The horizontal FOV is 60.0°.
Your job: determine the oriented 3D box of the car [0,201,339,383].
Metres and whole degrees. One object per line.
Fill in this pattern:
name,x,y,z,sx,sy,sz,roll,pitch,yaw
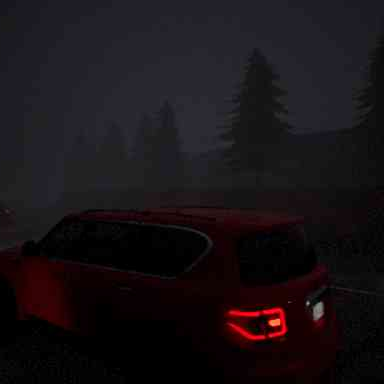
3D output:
car,-0.889,1.229,4.854,5.566,2.045,2.150,0,0,38

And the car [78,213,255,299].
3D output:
car,-0.914,1.508,9.429,4.902,1.511,2.128,0,0,40
